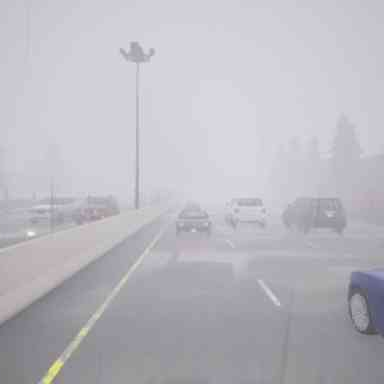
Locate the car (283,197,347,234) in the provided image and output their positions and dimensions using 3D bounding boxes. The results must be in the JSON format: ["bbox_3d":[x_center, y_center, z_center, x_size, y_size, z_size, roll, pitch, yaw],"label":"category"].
[{"bbox_3d":[7.089,1.303,19.790,2.150,2.045,5.566,0,0,0],"label":"car"}]

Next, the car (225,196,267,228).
[{"bbox_3d":[3.590,1.316,22.894,2.150,2.045,5.566,0,0,0],"label":"car"}]

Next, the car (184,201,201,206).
[{"bbox_3d":[0.077,1.678,36.824,1.812,1.442,4.674,0,0,0],"label":"car"}]

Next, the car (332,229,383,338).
[{"bbox_3d":[3.598,1.493,3.716,1.882,1.535,5.008,0,0,0],"label":"car"}]

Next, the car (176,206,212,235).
[{"bbox_3d":[0.091,1.680,19.197,1.895,1.301,4.718,0,0,0],"label":"car"}]
